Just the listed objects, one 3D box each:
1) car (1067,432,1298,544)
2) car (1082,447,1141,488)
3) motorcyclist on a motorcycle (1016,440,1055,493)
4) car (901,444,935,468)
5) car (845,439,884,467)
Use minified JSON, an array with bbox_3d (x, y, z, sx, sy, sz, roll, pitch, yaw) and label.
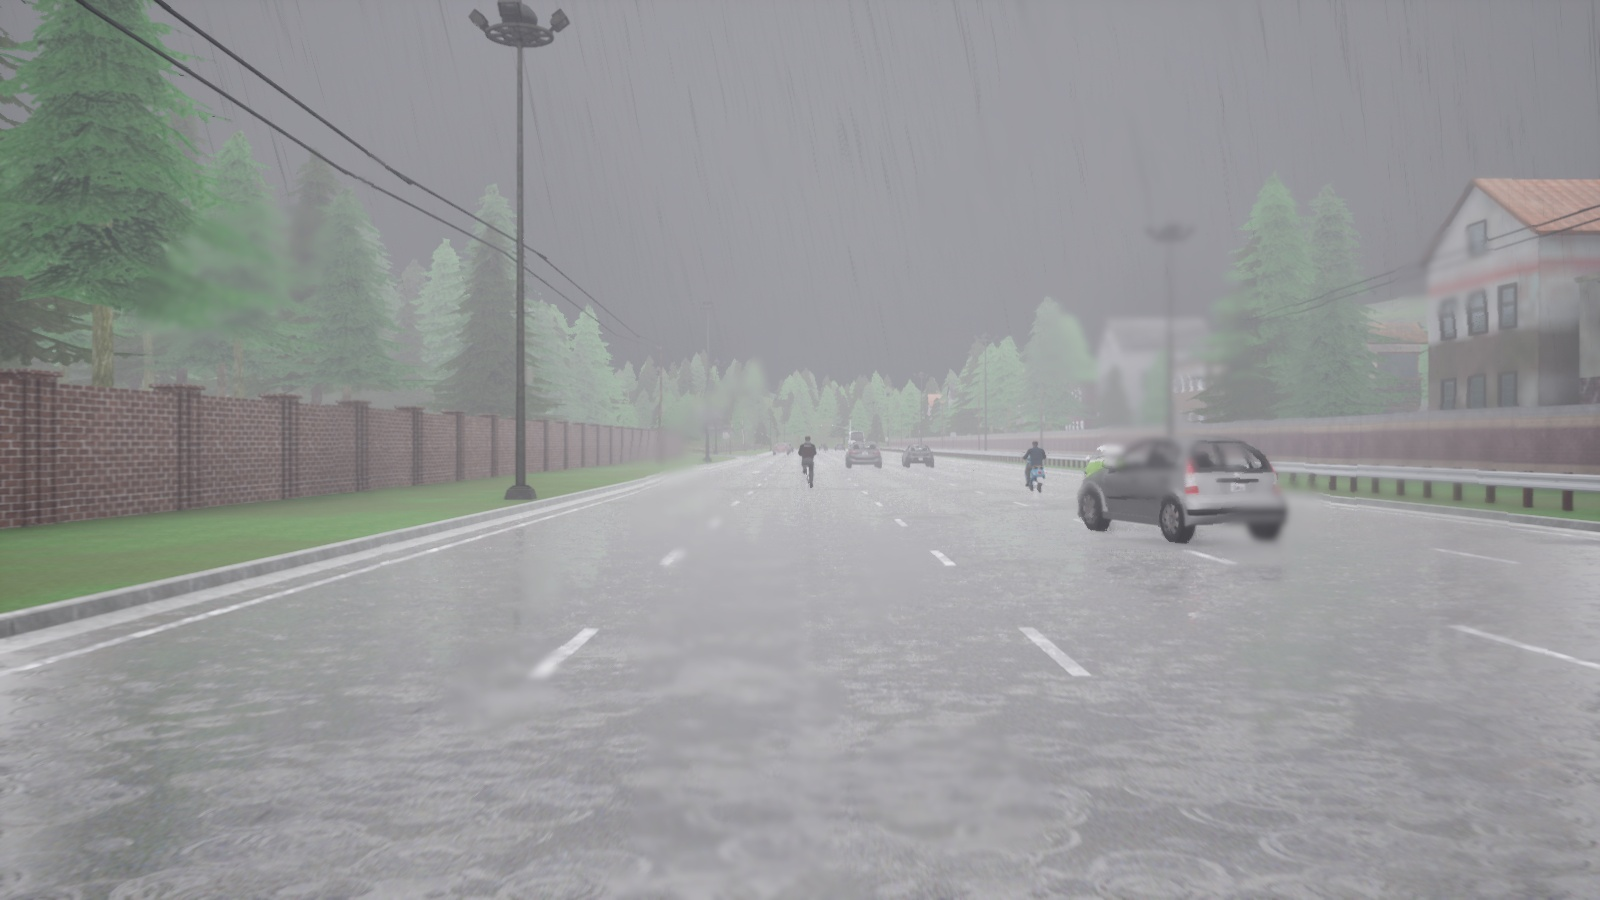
[{"bbox_3d":[6.028,0.542,20.321,1.851,1.617,3.988,0,0,-13],"label":"car"},{"bbox_3d":[10.765,0.580,43.494,1.481,1.376,2.207,0,1,0],"label":"car"},{"bbox_3d":[7.237,0.502,38.593,0.866,1.590,1.817,0,-1,0],"label":"motorcyclist on a motorcycle"},{"bbox_3d":[7.472,0.344,79.682,1.816,1.474,4.193,0,0,0],"label":"car"},{"bbox_3d":[3.963,0.181,78.048,2.242,1.667,4.611,0,0,0],"label":"car"}]
